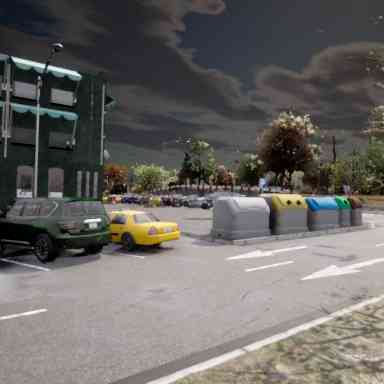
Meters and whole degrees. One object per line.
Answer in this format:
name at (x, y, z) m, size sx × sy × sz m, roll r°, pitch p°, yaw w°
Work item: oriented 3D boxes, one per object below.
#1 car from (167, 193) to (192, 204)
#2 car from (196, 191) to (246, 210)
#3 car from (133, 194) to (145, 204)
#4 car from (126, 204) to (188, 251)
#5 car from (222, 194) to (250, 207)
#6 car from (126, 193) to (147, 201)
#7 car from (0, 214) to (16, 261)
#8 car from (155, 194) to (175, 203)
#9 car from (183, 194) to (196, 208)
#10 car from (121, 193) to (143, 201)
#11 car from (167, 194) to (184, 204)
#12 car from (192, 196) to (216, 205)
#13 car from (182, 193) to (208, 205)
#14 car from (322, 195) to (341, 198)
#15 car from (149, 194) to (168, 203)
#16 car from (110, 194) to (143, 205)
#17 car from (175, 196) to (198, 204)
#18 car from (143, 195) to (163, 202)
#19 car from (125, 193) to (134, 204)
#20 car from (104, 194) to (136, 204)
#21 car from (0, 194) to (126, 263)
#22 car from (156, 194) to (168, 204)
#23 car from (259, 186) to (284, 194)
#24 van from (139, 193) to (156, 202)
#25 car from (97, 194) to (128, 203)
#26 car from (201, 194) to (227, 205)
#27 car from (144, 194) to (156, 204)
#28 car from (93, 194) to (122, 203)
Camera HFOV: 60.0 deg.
car at (-2.723, 1.438, 72.151) m, size 2.435 × 2.045 × 5.566 m, roll 1°, pitch -2°, yaw 35°
car at (3.223, 0.901, 33.834) m, size 2.435 × 2.045 × 5.566 m, roll 1°, pitch -1°, yaw 35°
car at (-5.215, 1.157, 45.998) m, size 2.231 × 1.521 × 4.892 m, roll 0°, pitch -1°, yaw 35°
car at (-3.016, 1.446, 13.972) m, size 5.366 × 1.575 × 1.946 m, roll -1°, pitch 0°, yaw 35°
car at (7.602, 1.431, 57.214) m, size 2.435 × 2.045 × 5.566 m, roll 1°, pitch -2°, yaw 35°
car at (-14.821, 1.437, 89.467) m, size 2.435 × 2.045 × 5.566 m, roll 1°, pitch -2°, yaw 35°
car at (-7.788, 1.504, 10.371) m, size 4.674 × 1.452 × 2.002 m, roll -1°, pitch -1°, yaw 35°
car at (-6.213, 1.562, 77.063) m, size 2.185 × 1.767 × 4.553 m, roll 1°, pitch -2°, yaw 35°
car at (1.538, 1.193, 36.287) m, size 2.002 × 1.452 × 4.674 m, roll 1°, pitch 0°, yaw 35°
car at (-16.535, 1.439, 92.003) m, size 2.435 × 2.045 × 5.566 m, roll 1°, pitch -2°, yaw 35°
car at (-0.154, 1.155, 38.713) m, size 2.231 × 1.521 × 4.892 m, roll 0°, pitch -1°, yaw 35°
car at (2.413, 1.686, 64.676) m, size 2.231 × 1.521 × 4.892 m, roll 1°, pitch -2°, yaw 35°
car at (0.690, 1.434, 67.140) m, size 2.435 × 2.045 × 5.566 m, roll 1°, pitch -2°, yaw 35°
car at (17.976, 1.429, 42.379) m, size 2.435 × 2.045 × 5.566 m, roll 1°, pitch -2°, yaw 35°
car at (-7.950, 1.562, 79.545) m, size 2.185 × 1.767 × 4.553 m, roll 1°, pitch -2°, yaw 35°
car at (-10.384, 1.152, 53.137) m, size 1.946 × 1.575 × 5.366 m, roll 1°, pitch 0°, yaw 35°
car at (-1.126, 1.676, 69.485) m, size 1.946 × 1.575 × 5.366 m, roll 1°, pitch -2°, yaw 35°
car at (-9.642, 1.691, 82.048) m, size 2.231 × 1.521 × 4.892 m, roll 1°, pitch -2°, yaw 35°
car at (-6.918, 1.186, 48.407) m, size 2.163 × 1.488 × 4.792 m, roll 1°, pitch -1°, yaw 35°
car at (-11.976, 1.159, 55.725) m, size 2.097 × 1.535 × 5.008 m, roll 1°, pitch -1°, yaw 35°
car at (-5.356, 1.208, 12.130) m, size 5.566 × 2.045 × 2.435 m, roll -1°, pitch 0°, yaw 35°
car at (-1.857, 1.029, 41.123) m, size 2.185 × 1.767 × 4.553 m, roll 0°, pitch -1°, yaw 35°
car at (14.277, -0.278, 59.841) m, size 2.097 × 1.767 × 4.553 m, roll 2°, pitch 3°, yaw -34°
van at (-11.302, 1.469, 84.630) m, size 1.878 × 1.987 × 4.442 m, roll 1°, pitch -2°, yaw 35°
car at (-13.762, 1.154, 57.995) m, size 1.946 × 1.575 × 5.366 m, roll 1°, pitch 0°, yaw 35°
car at (4.183, 1.435, 62.226) m, size 2.435 × 2.045 × 5.566 m, roll 1°, pitch -2°, yaw 35°
car at (-3.428, 1.156, 43.730) m, size 1.946 × 1.575 × 5.366 m, roll 0°, pitch -1°, yaw 35°
car at (-15.343, 1.190, 60.607) m, size 2.163 × 1.488 × 4.792 m, roll 0°, pitch -1°, yaw 35°
